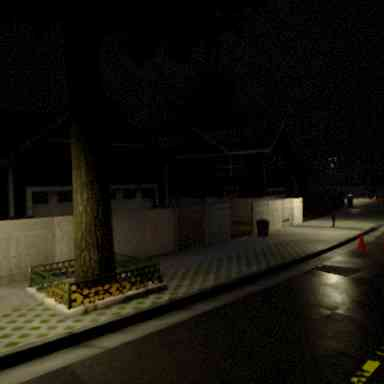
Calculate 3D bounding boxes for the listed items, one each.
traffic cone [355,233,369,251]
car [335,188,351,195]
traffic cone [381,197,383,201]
[{"bbox_3d":[5.931,1.726,11.613,0.340,0.580,0.340,-1,1,41],"label":"traffic cone"},{"bbox_3d":[32.941,-0.140,72.887,1.812,1.442,4.674,-2,1,0],"label":"car"},{"bbox_3d":[25.759,0.922,45.006,0.340,0.580,0.340,-1,1,20],"label":"traffic cone"}]
